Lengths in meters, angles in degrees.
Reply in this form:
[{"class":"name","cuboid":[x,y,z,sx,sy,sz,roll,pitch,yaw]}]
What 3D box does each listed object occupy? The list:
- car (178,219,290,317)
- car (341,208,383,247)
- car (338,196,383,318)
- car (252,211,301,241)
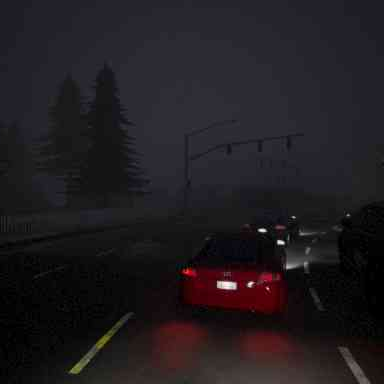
[{"class":"car","cuboid":[1.130,1.564,7.620,1.994,1.385,4.181,0,0,15]},{"class":"car","cuboid":[8.371,1.564,15.849,1.994,1.385,4.181,0,0,28]},{"class":"car","cuboid":[4.707,1.221,7.259,2.150,2.045,5.566,0,0,15]},{"class":"car","cuboid":[3.792,1.564,15.589,1.994,1.385,4.181,0,0,26]}]
